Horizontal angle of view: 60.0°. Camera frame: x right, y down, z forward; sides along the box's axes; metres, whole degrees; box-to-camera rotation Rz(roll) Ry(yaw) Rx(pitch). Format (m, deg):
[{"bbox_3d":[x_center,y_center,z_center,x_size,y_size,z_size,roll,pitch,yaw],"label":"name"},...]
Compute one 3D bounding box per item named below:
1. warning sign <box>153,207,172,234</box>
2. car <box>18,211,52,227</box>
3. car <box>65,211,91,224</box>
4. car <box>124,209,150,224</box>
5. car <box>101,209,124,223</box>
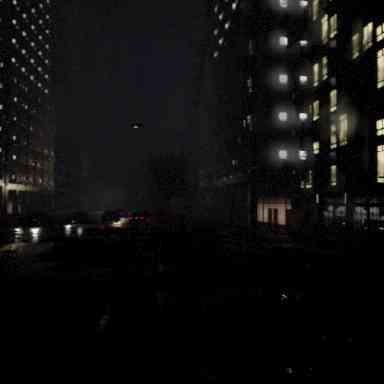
[{"bbox_3d":[-2.103,2.018,23.716,1.300,1.860,1.060,2,-1,-5],"label":"warning sign"},{"bbox_3d":[-15.814,2.655,33.651,1.882,1.535,5.008,1,-2,-5],"label":"car"},{"bbox_3d":[-12.969,2.926,38.259,2.033,1.411,5.357,1,-2,-5],"label":"car"},{"bbox_3d":[-6.354,3.010,39.052,2.033,1.411,5.357,1,-2,-5],"label":"car"},{"bbox_3d":[-9.815,2.970,40.548,1.882,1.535,5.008,1,-2,-5],"label":"car"}]
